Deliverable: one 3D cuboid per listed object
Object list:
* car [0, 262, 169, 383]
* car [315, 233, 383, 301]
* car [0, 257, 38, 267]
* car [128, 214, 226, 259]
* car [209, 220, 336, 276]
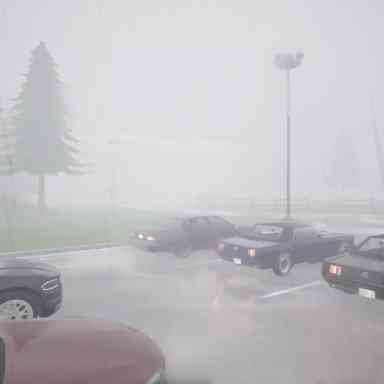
[{"bbox_3d":[-2.326,1.526,2.087,4.674,1.442,1.812,0,0,-36],"label":"car"},{"bbox_3d":[5.080,1.601,7.485,4.718,1.301,1.895,0,0,-35],"label":"car"},{"bbox_3d":[-4.532,1.478,4.814,5.008,1.535,1.882,0,0,-36],"label":"car"},{"bbox_3d":[0.315,1.547,12.695,5.357,1.411,2.033,0,0,-35],"label":"car"},{"bbox_3d":[3.060,1.601,10.344,4.718,1.301,1.895,0,0,-35],"label":"car"}]
